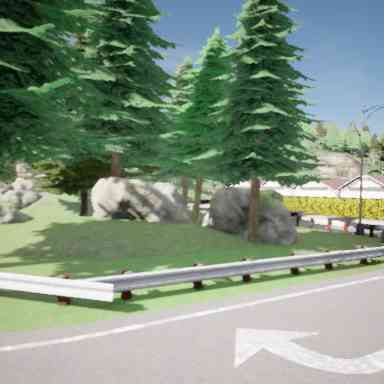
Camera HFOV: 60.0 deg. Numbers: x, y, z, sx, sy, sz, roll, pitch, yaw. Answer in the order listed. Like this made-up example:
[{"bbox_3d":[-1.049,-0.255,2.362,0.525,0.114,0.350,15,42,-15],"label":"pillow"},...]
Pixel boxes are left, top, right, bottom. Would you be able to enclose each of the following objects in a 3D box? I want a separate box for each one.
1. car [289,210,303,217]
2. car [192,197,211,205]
[{"bbox_3d":[7.395,1.837,29.351,1.895,1.301,4.718,1,0,-31],"label":"car"},{"bbox_3d":[2.158,1.593,59.604,1.895,1.301,4.718,2,0,38],"label":"car"}]
